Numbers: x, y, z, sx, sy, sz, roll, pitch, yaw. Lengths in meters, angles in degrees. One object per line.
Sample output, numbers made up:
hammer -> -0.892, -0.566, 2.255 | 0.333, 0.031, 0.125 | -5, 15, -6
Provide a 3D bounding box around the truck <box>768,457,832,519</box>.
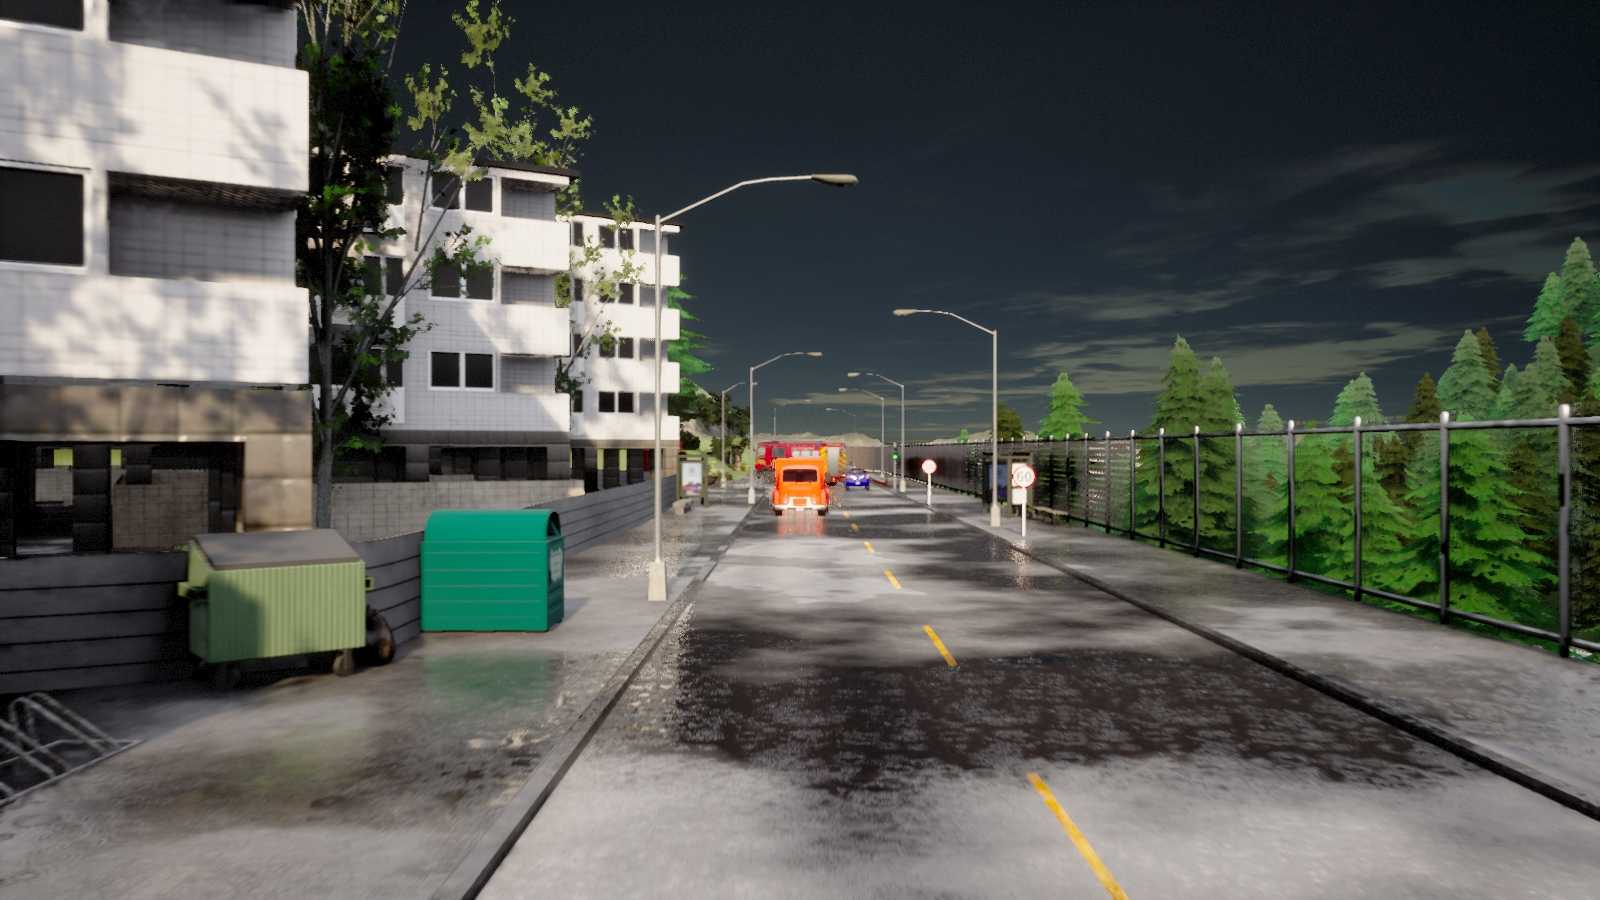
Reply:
truck -> 0.019, 1.568, 49.221 | 2.627, 2.467, 5.204 | 0, 0, 1
